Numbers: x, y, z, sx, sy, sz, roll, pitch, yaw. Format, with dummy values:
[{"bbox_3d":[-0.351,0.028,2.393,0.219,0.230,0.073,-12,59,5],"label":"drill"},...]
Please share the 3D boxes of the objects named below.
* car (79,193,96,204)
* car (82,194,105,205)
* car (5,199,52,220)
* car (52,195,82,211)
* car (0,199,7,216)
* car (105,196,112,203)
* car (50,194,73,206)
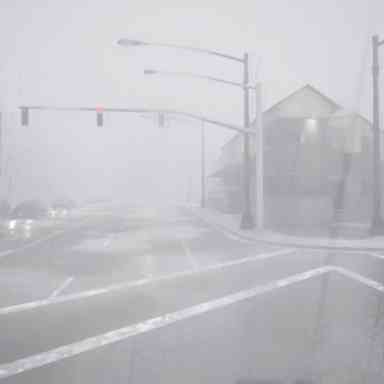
[{"bbox_3d":[-21.491,1.393,68.609,2.150,2.045,5.566,0,-2,-6],"label":"car"},{"bbox_3d":[-16.923,1.428,57.411,2.033,1.411,5.357,0,-1,-5],"label":"car"},{"bbox_3d":[-14.146,1.606,29.071,1.994,1.385,4.181,0,1,-6],"label":"car"},{"bbox_3d":[-15.236,1.406,40.053,2.033,1.411,5.357,0,1,-6],"label":"car"},{"bbox_3d":[-17.670,1.403,29.141,2.097,1.767,4.553,0,1,-6],"label":"car"},{"bbox_3d":[-18.148,1.546,70.367,2.097,1.767,4.553,0,-2,-6],"label":"car"},{"bbox_3d":[-19.806,1.188,50.758,2.097,1.767,4.553,0,0,-6],"label":"car"}]
